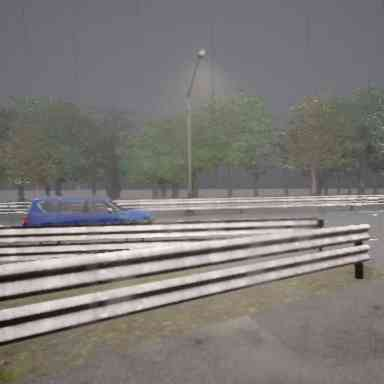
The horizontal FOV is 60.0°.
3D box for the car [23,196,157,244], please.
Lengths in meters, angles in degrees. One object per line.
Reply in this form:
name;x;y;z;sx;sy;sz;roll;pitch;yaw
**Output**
car;-4.231;1.201;14.296;5.566;2.045;2.150;-1;1;-8
